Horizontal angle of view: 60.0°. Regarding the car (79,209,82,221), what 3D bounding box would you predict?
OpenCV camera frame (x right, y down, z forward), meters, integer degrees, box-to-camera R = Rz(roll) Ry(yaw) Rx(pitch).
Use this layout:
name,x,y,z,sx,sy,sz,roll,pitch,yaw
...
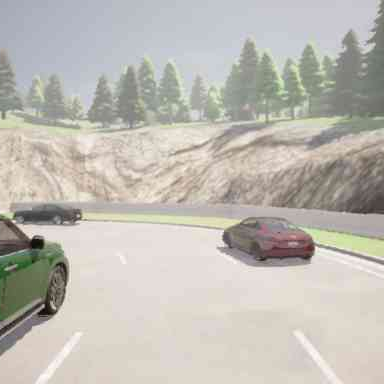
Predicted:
name,x,y,z,sx,sy,sz,roll,pitch,yaw
car,-10.452,1.546,24.045,5.008,1.535,1.882,0,-1,12

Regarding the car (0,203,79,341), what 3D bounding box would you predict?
name,x,y,z,sx,sy,sz,roll,pitch,yaw
car,-3.477,1.230,4.361,2.150,2.045,5.566,0,-1,-2

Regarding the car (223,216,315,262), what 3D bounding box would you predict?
name,x,y,z,sx,sy,sz,roll,pitch,yaw
car,2.659,1.598,12.388,1.994,1.385,4.181,0,0,-15
